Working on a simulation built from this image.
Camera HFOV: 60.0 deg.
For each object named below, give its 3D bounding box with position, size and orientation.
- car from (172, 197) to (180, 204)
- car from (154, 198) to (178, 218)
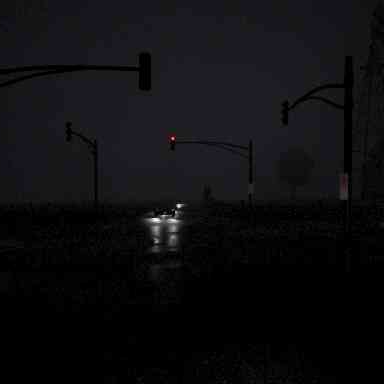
[{"bbox_3d":[-3.017,1.485,43.682,2.128,1.511,4.902,0,0,0],"label":"car"},{"bbox_3d":[-2.534,1.518,30.580,1.812,1.442,4.674,0,0,-6],"label":"car"}]
